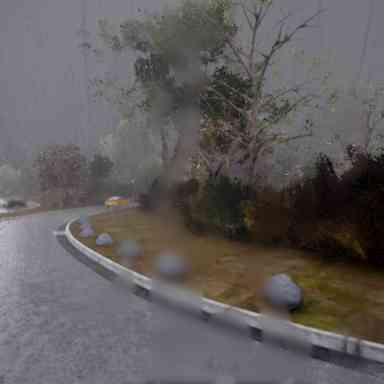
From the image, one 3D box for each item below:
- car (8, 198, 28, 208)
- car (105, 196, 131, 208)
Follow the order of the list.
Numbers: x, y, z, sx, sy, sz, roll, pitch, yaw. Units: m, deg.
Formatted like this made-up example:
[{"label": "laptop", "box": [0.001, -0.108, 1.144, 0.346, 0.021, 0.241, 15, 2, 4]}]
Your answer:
[{"label": "car", "box": [-22.857, 1.391, 43.730, 1.895, 1.301, 4.718, 1, 0, -21]}, {"label": "car", "box": [-10.067, 1.339, 45.679, 1.882, 1.535, 5.008, 1, 1, 13]}]
